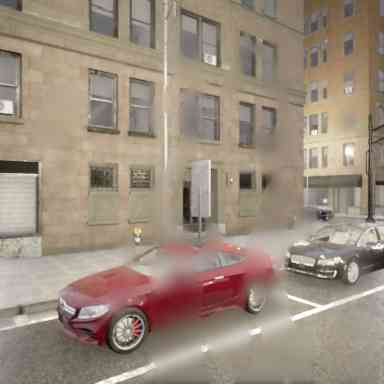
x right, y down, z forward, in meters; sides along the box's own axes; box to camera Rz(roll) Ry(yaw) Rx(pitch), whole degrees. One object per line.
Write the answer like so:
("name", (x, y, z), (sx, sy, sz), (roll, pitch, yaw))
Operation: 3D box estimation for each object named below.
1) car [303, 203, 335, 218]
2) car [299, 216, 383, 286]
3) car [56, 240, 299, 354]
("car", (8.227, 1.507, 25.132), (1.895, 1.301, 4.718), (0, 0, -35))
("car", (4.437, 1.547, 9.321), (4.403, 1.369, 2.008), (0, 0, -35))
("car", (-0.198, 1.581, 6.035), (4.206, 1.307, 1.802), (0, 0, -35))
